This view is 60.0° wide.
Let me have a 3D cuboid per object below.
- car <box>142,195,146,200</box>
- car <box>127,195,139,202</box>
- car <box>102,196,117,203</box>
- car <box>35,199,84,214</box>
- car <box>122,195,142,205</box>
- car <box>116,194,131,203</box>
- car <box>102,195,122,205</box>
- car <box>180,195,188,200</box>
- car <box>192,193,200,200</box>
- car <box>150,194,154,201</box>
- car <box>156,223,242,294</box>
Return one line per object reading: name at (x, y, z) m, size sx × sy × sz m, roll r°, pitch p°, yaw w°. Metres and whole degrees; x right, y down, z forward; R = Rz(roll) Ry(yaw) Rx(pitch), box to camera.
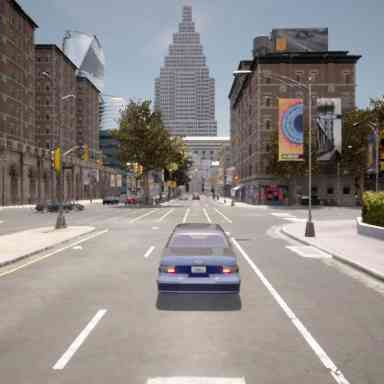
car at (-10.612, 1.500, 69.669) m, size 1.837 × 1.490 × 4.892 m, roll 0°, pitch 0°, yaw 1°
car at (-13.993, 1.478, 78.898) m, size 1.882 × 1.535 × 5.008 m, roll 0°, pitch 0°, yaw 1°
car at (-17.360, 1.595, 69.847) m, size 1.895 × 1.301 × 4.718 m, roll 0°, pitch 0°, yaw 1°
car at (-14.236, 1.505, 35.955) m, size 4.892 × 1.490 × 1.837 m, roll 0°, pitch 0°, yaw -18°
car at (-10.809, 1.478, 59.873) m, size 1.882 × 1.535 × 5.008 m, roll 0°, pitch 0°, yaw 1°
car at (-14.124, 1.355, 68.799) m, size 2.097 × 1.767 × 4.553 m, roll 0°, pitch 0°, yaw 1°
car at (-14.328, 1.601, 58.693) m, size 1.895 × 1.301 × 4.718 m, roll 0°, pitch 0°, yaw 1°
car at (-2.346, 1.519, 90.101) m, size 1.812 × 1.442 × 4.674 m, roll 0°, pitch 0°, yaw 1°
car at (1.154, 1.350, 90.026) m, size 2.097 × 1.767 × 4.553 m, roll 0°, pitch 0°, yaw 1°
car at (-10.482, 1.355, 79.657) m, size 2.097 × 1.767 × 4.553 m, roll 0°, pitch 0°, yaw 1°
car at (0.175, 1.547, 8.947) m, size 2.033 × 1.411 × 5.357 m, roll 0°, pitch 0°, yaw 1°
